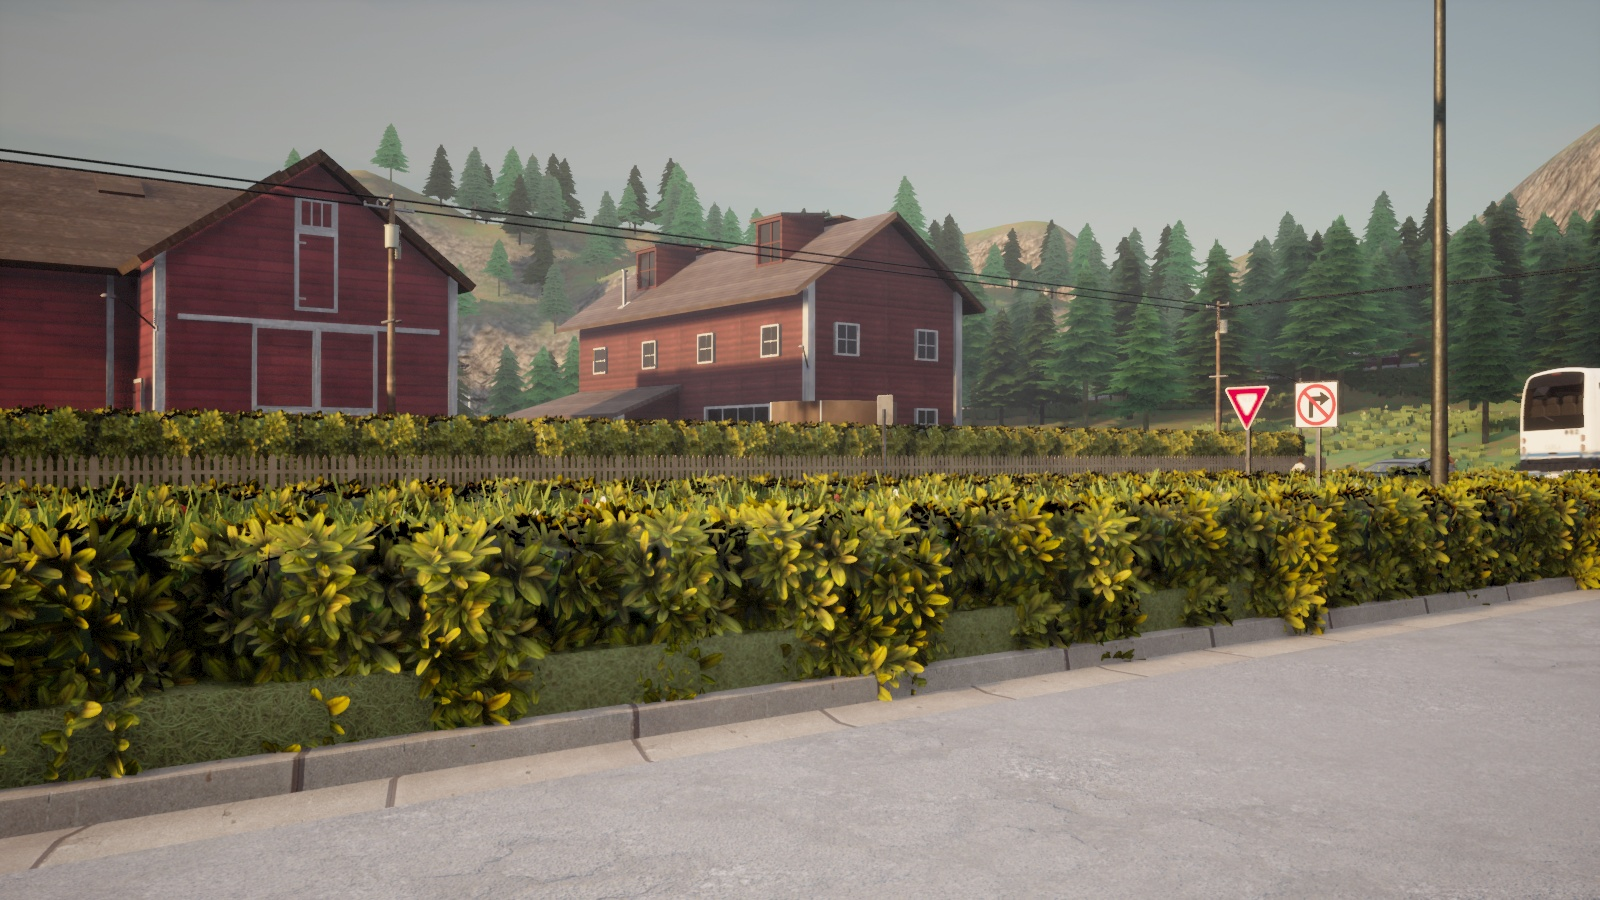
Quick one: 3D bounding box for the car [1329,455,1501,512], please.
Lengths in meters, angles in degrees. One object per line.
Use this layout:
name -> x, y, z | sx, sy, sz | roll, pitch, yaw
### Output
car -> 16.664, 0.840, 33.911 | 5.357, 1.411, 2.033 | 0, 0, -38

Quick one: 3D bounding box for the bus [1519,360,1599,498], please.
bus -> 29.613, -0.594, 40.990 | 10.273, 4.253, 3.944 | 0, -1, -7
